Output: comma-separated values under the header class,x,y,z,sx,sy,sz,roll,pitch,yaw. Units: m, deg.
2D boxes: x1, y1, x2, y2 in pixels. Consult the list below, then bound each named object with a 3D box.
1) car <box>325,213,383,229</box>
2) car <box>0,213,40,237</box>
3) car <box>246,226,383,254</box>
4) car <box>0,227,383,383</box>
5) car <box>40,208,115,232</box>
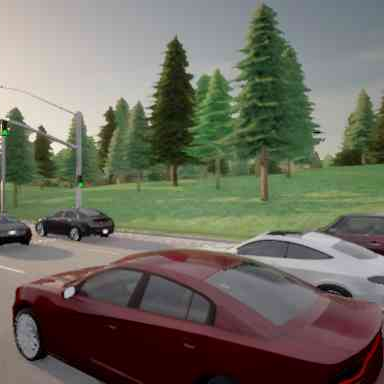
class,x,y,z,sx,sy,sz,roll,pitch,yaw
car,4.616,1.357,9.298,4.553,1.767,2.097,0,0,36
car,-8.909,1.617,14.635,4.181,1.385,1.994,0,0,36
car,1.816,1.533,6.995,4.674,1.442,1.812,0,0,36
car,-0.350,1.486,4.242,5.008,1.535,1.882,0,0,36
car,-5.990,1.556,16.848,4.892,1.490,1.837,0,0,36
